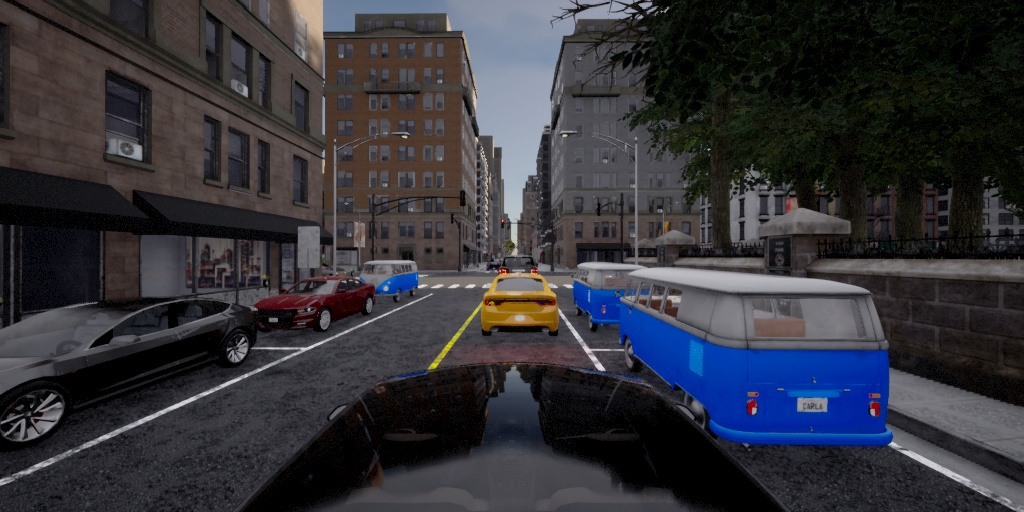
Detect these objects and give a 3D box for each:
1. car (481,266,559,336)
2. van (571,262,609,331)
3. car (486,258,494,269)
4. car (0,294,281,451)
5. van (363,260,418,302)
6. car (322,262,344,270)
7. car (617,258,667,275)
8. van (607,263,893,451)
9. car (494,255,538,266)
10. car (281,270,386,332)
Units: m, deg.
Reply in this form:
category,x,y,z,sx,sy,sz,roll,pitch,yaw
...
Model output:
category,x,y,z,sx,sy,sz,roll,pitch,yaw
car,0.227,1.226,10.453,1.882,1.535,5.008,0,0,1
van,2.831,1.089,10.705,1.690,1.789,3.998,0,0,1
car,-2.295,1.085,49.659,2.097,1.767,4.553,0,0,2
car,-5.807,1.315,5.209,1.948,1.339,4.313,0,0,1
van,-5.579,1.087,16.527,1.690,1.789,3.998,0,0,1
car,-16.197,1.279,28.657,5.357,1.411,2.033,0,0,1
car,13.863,1.093,38.411,4.553,1.767,2.097,0,0,0
van,2.716,1.090,5.049,1.690,1.789,3.998,0,0,1
car,0.334,0.965,20.409,2.150,2.045,5.566,0,0,0
car,-5.693,1.293,10.868,1.888,1.381,4.507,0,0,1
